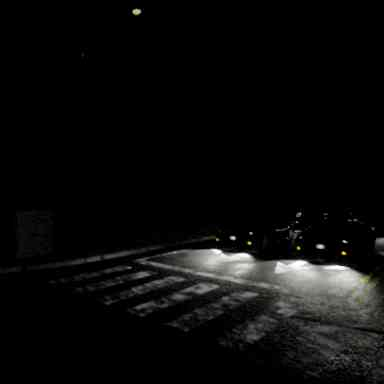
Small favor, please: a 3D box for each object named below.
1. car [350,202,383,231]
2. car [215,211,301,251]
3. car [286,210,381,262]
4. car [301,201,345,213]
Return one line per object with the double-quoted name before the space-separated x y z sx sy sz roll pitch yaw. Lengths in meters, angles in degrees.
"car" 10.704 1.543 18.896 1.812 1.442 4.674 0 0 39
"car" 2.792 1.572 14.254 1.994 1.385 4.181 0 0 39
"car" 5.366 1.573 12.267 1.994 1.385 4.181 0 0 39
"car" 8.213 1.369 20.987 2.097 1.767 4.553 0 0 39
